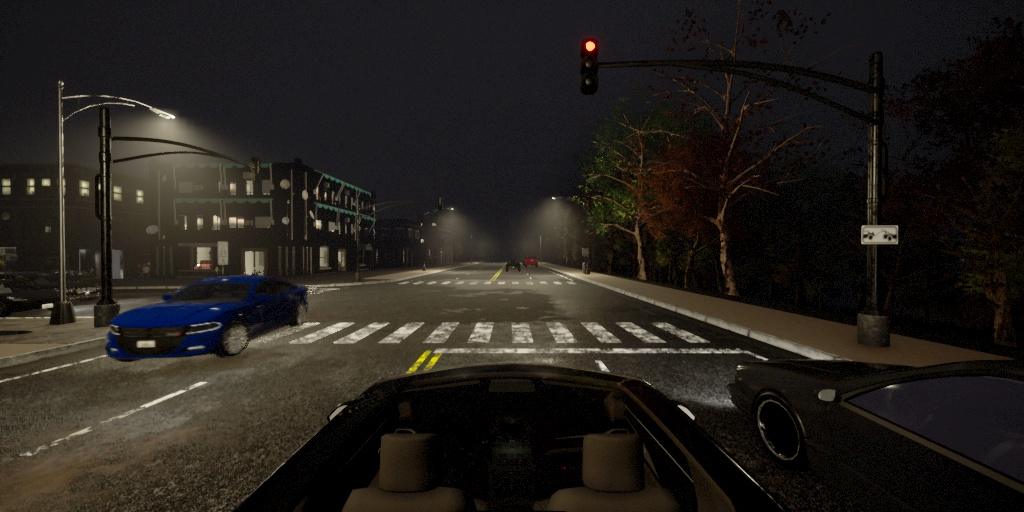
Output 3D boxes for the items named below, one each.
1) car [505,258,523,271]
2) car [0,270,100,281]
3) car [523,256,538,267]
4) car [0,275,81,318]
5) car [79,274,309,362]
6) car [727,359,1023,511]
[{"bbox_3d":[0.162,1.236,49.614,1.837,1.490,4.892,0,0,0],"label":"car"},{"bbox_3d":[-21.893,1.501,16.433,4.892,1.490,1.837,-1,1,0],"label":"car"},{"bbox_3d":[3.428,0.948,63.942,2.150,2.045,5.566,0,0,0],"label":"car"},{"bbox_3d":[-19.933,1.565,13.723,4.313,1.339,1.948,0,0,0],"label":"car"},{"bbox_3d":[-6.627,1.227,8.555,1.882,1.535,5.008,1,0,-10],"label":"car"},{"bbox_3d":[3.326,1.297,1.736,2.033,1.411,5.357,0,0,3],"label":"car"}]
